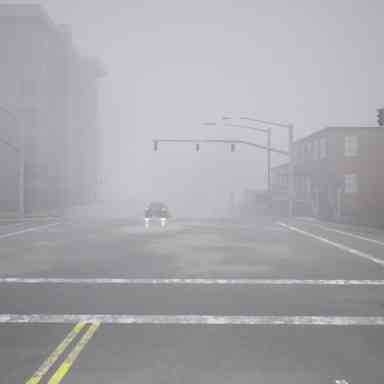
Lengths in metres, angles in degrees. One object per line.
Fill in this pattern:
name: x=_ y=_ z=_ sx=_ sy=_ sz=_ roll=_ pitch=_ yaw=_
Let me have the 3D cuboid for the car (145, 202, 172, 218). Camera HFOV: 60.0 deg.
car: x=-3.587 y=1.838 z=34.348 sx=2.097 sy=1.767 sz=4.553 roll=0 pitch=-4 yaw=0
